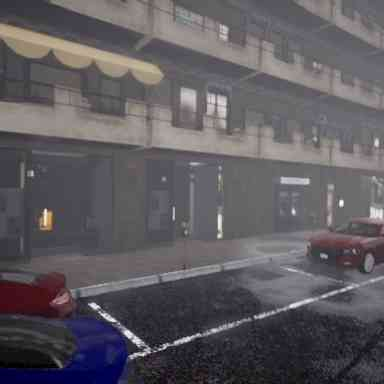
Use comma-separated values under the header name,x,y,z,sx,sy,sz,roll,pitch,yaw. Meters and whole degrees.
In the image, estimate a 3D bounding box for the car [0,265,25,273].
name,x,y,z,sx,sy,sz,roll,pitch,yaw
car,-3.601,1.585,3.978,4.206,1.307,1.802,0,1,-35

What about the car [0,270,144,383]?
name,x,y,z,sx,sy,sz,roll,pitch,yaw
car,-2.464,1.531,1.625,4.674,1.442,1.812,0,0,-35

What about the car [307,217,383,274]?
name,x,y,z,sx,sy,sz,roll,pitch,yaw
car,5.443,1.499,10.405,4.507,1.381,1.887,0,1,-35
